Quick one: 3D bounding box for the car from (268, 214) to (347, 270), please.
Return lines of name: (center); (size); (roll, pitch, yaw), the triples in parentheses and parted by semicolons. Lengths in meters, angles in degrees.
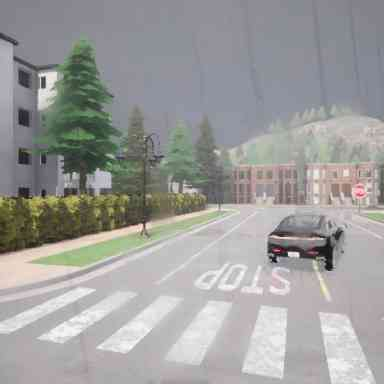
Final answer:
car: (3.995, 1.497, 11.189); (2.128, 1.511, 4.902); (-1, -1, 30)
